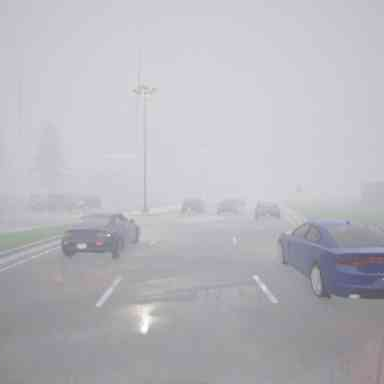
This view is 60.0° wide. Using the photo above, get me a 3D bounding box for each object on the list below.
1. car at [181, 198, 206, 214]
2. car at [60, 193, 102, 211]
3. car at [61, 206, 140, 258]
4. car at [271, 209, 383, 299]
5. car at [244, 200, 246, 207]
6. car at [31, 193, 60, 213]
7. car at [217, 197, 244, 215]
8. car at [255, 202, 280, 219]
[{"bbox_3d":[0.235,1.335,33.219,1.837,1.490,4.892,0,0,12],"label":"car"},{"bbox_3d":[-11.280,1.009,34.960,2.097,1.767,4.553,0,0,12],"label":"car"},{"bbox_3d":[-3.238,1.469,12.447,1.812,1.442,4.674,0,0,3],"label":"car"},{"bbox_3d":[3.561,1.426,8.372,1.882,1.535,5.008,0,0,1],"label":"car"},{"bbox_3d":[6.163,1.360,44.424,1.895,1.301,4.718,0,0,12],"label":"car"},{"bbox_3d":[-14.716,1.164,35.628,2.150,2.045,5.566,0,0,12],"label":"car"},{"bbox_3d":[3.570,1.375,32.155,2.033,1.411,5.357,0,0,12],"label":"car"},{"bbox_3d":[6.094,1.448,27.082,1.895,1.301,4.718,0,0,12],"label":"car"}]
